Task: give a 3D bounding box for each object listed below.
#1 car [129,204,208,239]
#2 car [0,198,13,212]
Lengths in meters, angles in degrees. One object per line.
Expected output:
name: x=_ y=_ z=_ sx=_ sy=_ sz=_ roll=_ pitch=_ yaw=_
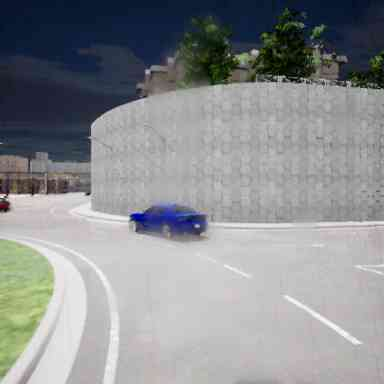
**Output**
car: x=-1.328 y=1.348 z=16.606 sx=1.882 sy=1.535 sz=5.008 roll=0 pitch=0 yaw=-39
car: x=-19.520 y=1.290 z=33.736 sx=1.994 sy=1.385 sz=4.181 roll=0 pitch=1 yaw=-23
